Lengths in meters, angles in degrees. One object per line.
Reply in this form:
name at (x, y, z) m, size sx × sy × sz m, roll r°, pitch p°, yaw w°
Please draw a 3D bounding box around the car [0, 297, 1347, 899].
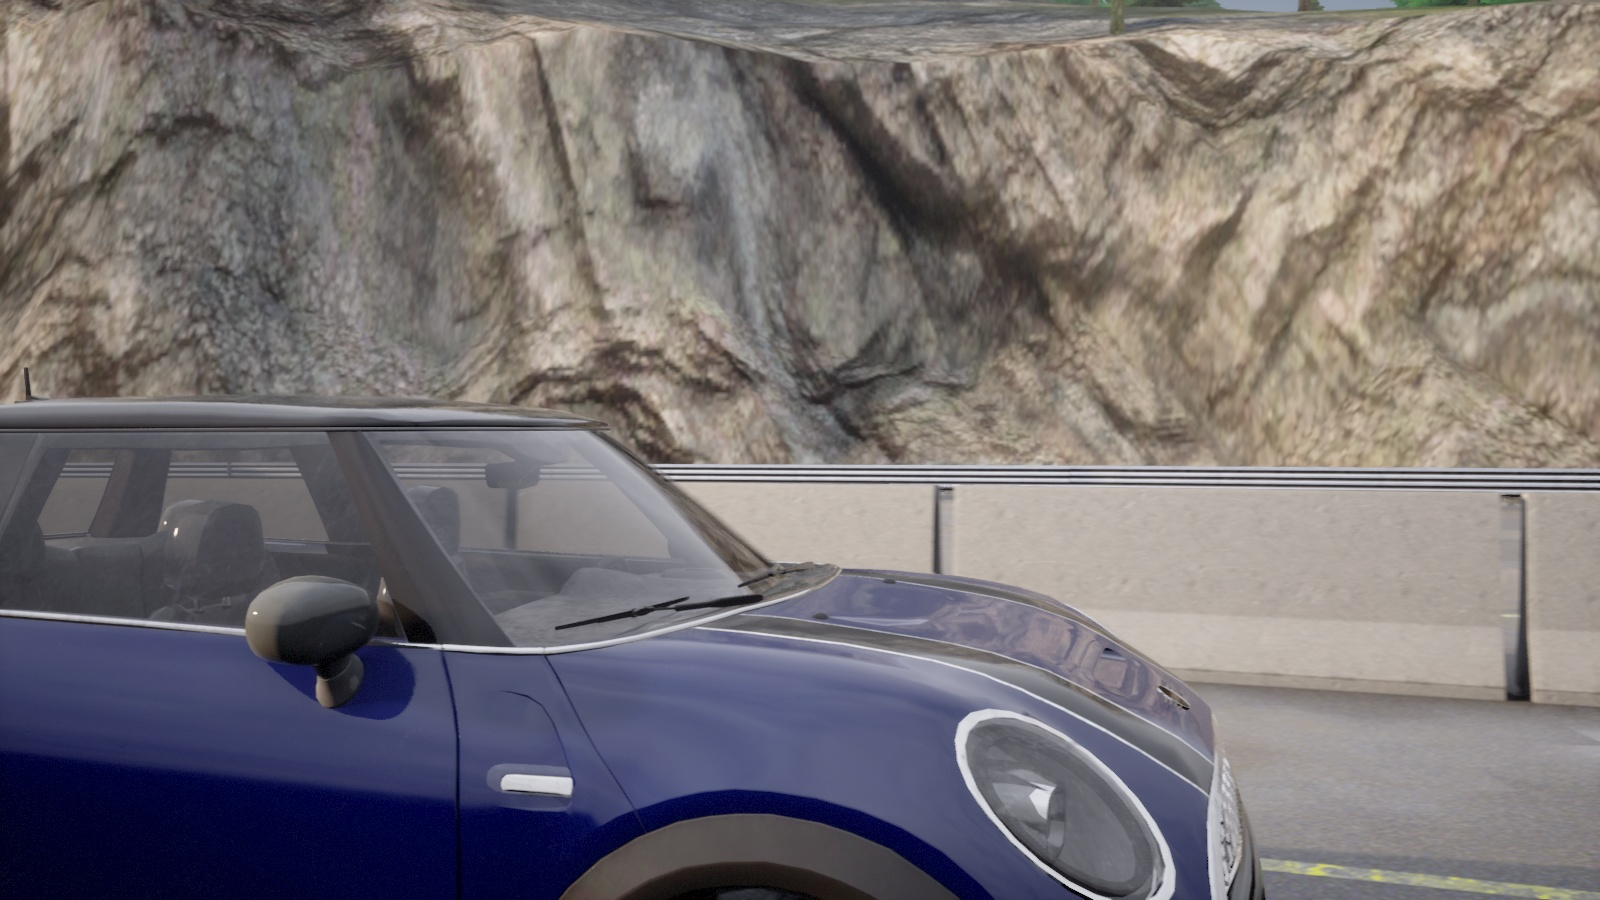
car at (-1.056, 0.624, 3.544) m, size 4.553 × 1.767 × 2.097 m, roll 1°, pitch 1°, yaw 17°
